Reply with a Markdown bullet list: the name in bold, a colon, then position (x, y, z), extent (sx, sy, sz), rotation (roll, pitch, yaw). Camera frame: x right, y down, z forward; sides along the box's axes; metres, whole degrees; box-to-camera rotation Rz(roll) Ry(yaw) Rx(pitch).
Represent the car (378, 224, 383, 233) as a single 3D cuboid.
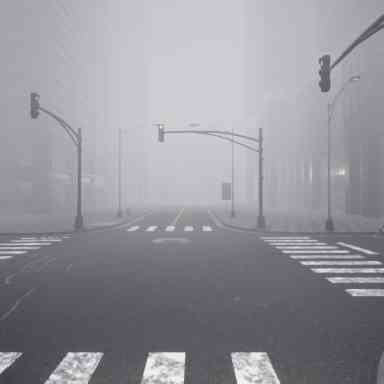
- **car**: position (11.753, 1.564, 16.181), extent (4.829, 1.417, 1.752), rotation (0, -1, 0)
